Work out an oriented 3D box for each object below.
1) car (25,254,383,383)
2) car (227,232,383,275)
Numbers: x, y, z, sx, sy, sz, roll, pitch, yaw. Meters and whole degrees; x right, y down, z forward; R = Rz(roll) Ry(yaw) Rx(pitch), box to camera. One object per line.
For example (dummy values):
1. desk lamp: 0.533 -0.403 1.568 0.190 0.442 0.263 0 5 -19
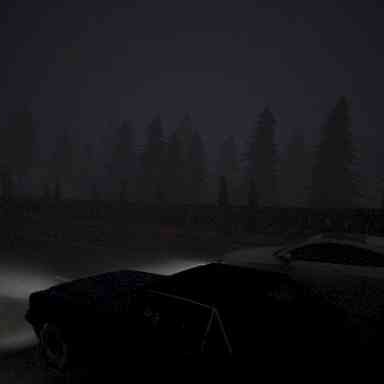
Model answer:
1. car: 0.044 1.582 3.961 4.718 1.301 1.895 1 0 36
2. car: 2.676 1.513 6.382 4.674 1.442 1.812 1 0 36
